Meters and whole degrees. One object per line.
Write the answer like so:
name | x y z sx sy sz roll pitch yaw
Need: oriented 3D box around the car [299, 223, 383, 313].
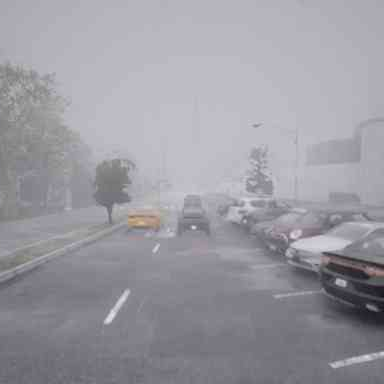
car | 5.062 1.558 6.971 5.008 1.535 2.097 1 -1 -20

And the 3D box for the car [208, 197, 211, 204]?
car | 5.038 1.643 42.993 4.792 1.488 2.163 1 1 -20

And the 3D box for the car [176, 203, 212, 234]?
car | 0.097 1.672 20.294 1.837 1.490 4.892 0 0 0

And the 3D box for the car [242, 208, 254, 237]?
car | 5.070 1.676 15.971 4.674 1.452 2.002 1 0 -20

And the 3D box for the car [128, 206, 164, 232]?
car | -2.904 1.650 21.658 1.882 1.535 5.008 0 0 0

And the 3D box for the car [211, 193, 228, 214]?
car | 5.043 1.417 30.976 5.566 2.045 2.435 1 1 -20

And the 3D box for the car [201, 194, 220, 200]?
car | 5.082 1.298 90.854 4.792 1.488 2.163 1 1 -20

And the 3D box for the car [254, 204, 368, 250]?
car | 5.100 1.486 12.983 4.553 1.767 2.185 1 0 -20

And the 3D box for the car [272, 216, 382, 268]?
car | 5.071 1.626 9.971 4.674 1.452 2.002 1 0 -20

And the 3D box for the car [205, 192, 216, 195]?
car | 5.033 1.382 60.989 4.553 1.767 2.185 1 0 -20

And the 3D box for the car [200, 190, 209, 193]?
car | 5.037 1.204 69.931 5.566 2.045 2.435 1 1 -20

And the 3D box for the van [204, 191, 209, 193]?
van | 5.171 1.266 64.023 4.442 1.987 1.878 1 0 -20

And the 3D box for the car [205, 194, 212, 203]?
car | 5.036 1.572 54.999 4.792 1.488 2.163 1 1 -20

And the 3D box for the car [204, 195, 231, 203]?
car | 5.054 1.474 66.964 4.892 1.521 2.231 1 0 -20

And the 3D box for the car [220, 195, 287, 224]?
car | 5.095 1.410 21.996 5.566 2.045 2.435 1 0 -20

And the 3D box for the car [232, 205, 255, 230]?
car | 5.093 1.678 18.996 4.792 1.488 2.163 1 -1 -20

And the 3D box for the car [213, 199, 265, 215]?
car | 5.236 1.645 37.070 5.366 1.575 1.946 1 0 -20

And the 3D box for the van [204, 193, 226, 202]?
van | 4.953 1.211 72.884 4.442 1.987 1.878 1 1 -20

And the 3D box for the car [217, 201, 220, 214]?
car | 4.894 1.662 24.923 5.366 1.575 1.946 1 0 -20

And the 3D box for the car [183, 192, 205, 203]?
car | 0.094 1.351 40.920 2.150 2.045 5.566 0 0 0

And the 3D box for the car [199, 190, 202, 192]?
car | 5.088 1.168 75.927 5.566 2.045 2.435 1 0 -20
